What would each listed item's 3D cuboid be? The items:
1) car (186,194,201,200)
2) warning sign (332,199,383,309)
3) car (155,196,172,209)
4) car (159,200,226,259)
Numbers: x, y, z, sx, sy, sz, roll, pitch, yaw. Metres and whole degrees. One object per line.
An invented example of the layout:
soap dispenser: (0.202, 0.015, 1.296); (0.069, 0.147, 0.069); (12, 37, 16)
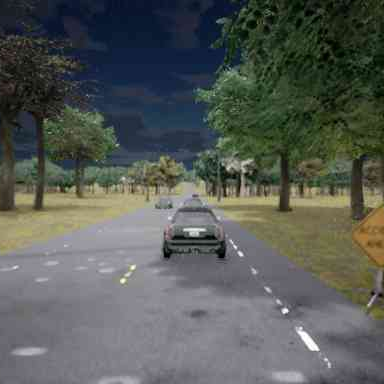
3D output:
car: (0.089, 1.321, 27.917); (2.097, 1.767, 4.553); (0, 0, 0)
warning sign: (3.581, 1.112, 6.326); (1.300, 1.860, 1.060); (2, 2, 0)
car: (-3.578, 1.276, 42.814); (2.097, 1.767, 4.553); (0, 0, 0)
car: (0.087, 1.343, 12.750); (2.097, 1.767, 4.553); (0, 0, 0)
